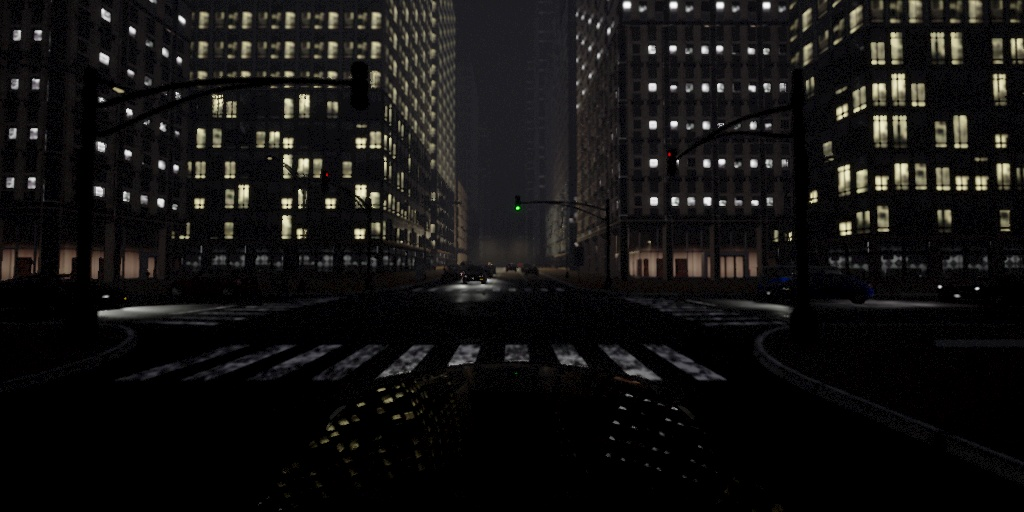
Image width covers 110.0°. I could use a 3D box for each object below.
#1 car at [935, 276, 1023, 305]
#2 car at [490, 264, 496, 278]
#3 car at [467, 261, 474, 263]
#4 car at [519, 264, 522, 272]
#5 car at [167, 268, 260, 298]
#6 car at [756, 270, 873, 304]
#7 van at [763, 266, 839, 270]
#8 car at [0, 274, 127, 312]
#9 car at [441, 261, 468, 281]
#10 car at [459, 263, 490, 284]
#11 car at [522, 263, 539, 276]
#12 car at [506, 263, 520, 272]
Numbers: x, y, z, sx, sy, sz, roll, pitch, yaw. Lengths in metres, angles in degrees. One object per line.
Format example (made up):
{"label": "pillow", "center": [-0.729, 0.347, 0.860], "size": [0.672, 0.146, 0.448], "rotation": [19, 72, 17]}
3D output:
{"label": "car", "center": [23.752, 1.620, 17.383], "size": [4.718, 1.301, 1.895], "rotation": [0, -2, 0]}
{"label": "car", "center": [-3.223, 1.853, 41.774], "size": [1.895, 1.301, 4.718], "rotation": [0, -1, 0]}
{"label": "car", "center": [-5.830, 1.627, 46.537], "size": [2.192, 1.841, 5.009], "rotation": [0, 0, 0]}
{"label": "car", "center": [2.514, 1.977, 57.951], "size": [1.751, 1.417, 4.829], "rotation": [0, 0, 0]}
{"label": "car", "center": [-16.547, 1.478, 19.917], "size": [4.097, 1.591, 1.967], "rotation": [0, 0, 0]}
{"label": "car", "center": [14.708, 1.529, 17.373], "size": [4.674, 1.442, 1.812], "rotation": [0, -2, -1]}
{"label": "van", "center": [15.927, 1.428, 19.947], "size": [3.998, 1.789, 1.690], "rotation": [0, 0, 0]}
{"label": "car", "center": [-17.990, 1.417, 14.154], "size": [4.181, 1.385, 1.994], "rotation": [0, -2, 0]}
{"label": "car", "center": [-5.794, 1.612, 35.388], "size": [1.967, 1.591, 4.097], "rotation": [0, 0, 0]}
{"label": "car", "center": [-3.192, 1.629, 31.558], "size": [1.837, 1.490, 4.892], "rotation": [0, -1, 0]}
{"label": "car", "center": [2.550, 1.894, 46.626], "size": [1.802, 1.307, 4.207], "rotation": [0, 0, 0]}
{"label": "car", "center": [-0.092, 1.998, 62.131], "size": [2.128, 1.511, 4.902], "rotation": [0, -1, 0]}
